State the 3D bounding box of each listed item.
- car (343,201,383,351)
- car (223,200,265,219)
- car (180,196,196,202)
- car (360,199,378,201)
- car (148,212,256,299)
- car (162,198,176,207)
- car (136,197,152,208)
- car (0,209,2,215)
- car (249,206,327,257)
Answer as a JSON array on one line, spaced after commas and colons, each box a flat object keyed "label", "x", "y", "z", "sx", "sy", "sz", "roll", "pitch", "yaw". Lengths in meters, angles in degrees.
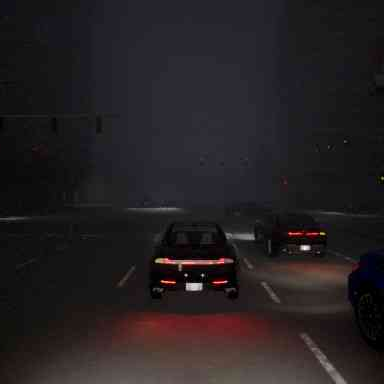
[{"label": "car", "x": 3.606, "y": 1.221, "z": 3.049, "sx": 2.150, "sy": 2.045, "sz": 5.566, "roll": 0, "pitch": 0, "yaw": 0}, {"label": "car", "x": 5.105, "y": 1.505, "z": 28.415, "sx": 4.892, "sy": 1.490, "sz": 1.837, "roll": 0, "pitch": 0, "yaw": 0}, {"label": "car", "x": -1.018, "y": 1.566, "z": 73.312, "sx": 1.895, "sy": 1.301, "sz": 4.718, "roll": 0, "pitch": 0, "yaw": -27}, {"label": "car", "x": 18.678, "y": 1.526, "z": 35.673, "sx": 4.674, "sy": 1.442, "sz": 1.812, "roll": 0, "pitch": 0, "yaw": 0}, {"label": "car", "x": 0.066, "y": 1.492, "z": 8.413, "sx": 2.128, "sy": 1.511, "sz": 4.902, "roll": 0, "pitch": 0, "yaw": 1}, {"label": "car", "x": -3.494, "y": 1.601, "z": 51.363, "sx": 1.895, "sy": 1.301, "sz": 4.718, "roll": 0, "pitch": 0, "yaw": 1}, {"label": "car", "x": -7.010, "y": 1.505, "z": 48.730, "sx": 1.837, "sy": 1.490, "sz": 4.892, "roll": 0, "pitch": 0, "yaw": 0}, {"label": "car", "x": -18.835, "y": 1.504, "z": 28.315, "sx": 4.892, "sy": 1.490, "sz": 1.837, "roll": 0, "pitch": 0, "yaw": 0}, {"label": "car", "x": 3.616, "y": 1.505, "z": 12.880, "sx": 1.837, "sy": 1.490, "sz": 4.892, "roll": 0, "pitch": 0, "yaw": 1}]
